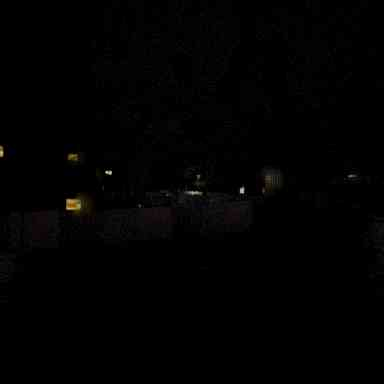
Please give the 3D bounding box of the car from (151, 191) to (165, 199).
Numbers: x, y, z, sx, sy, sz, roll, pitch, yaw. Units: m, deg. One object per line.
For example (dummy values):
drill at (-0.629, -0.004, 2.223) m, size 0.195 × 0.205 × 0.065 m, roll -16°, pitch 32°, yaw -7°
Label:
car at (-6.438, 0.639, 61.664) m, size 1.812 × 1.442 × 4.674 m, roll 1°, pitch 1°, yaw -21°
